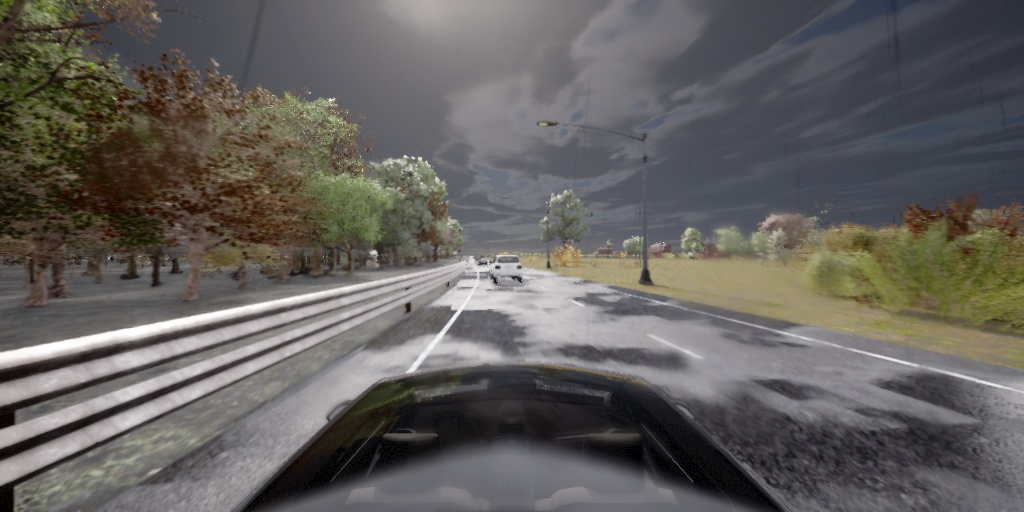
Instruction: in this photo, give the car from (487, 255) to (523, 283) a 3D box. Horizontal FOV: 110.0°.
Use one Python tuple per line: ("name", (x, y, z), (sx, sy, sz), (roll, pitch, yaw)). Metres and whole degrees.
("car", (-0.526, 0.940, 27.816), (2.150, 2.045, 5.566), (0, 0, -7))
